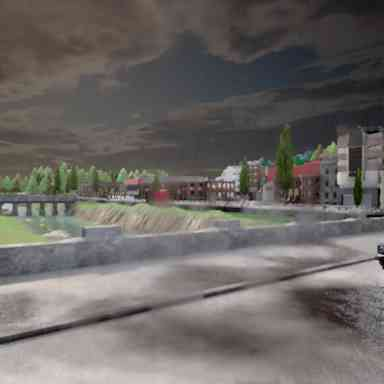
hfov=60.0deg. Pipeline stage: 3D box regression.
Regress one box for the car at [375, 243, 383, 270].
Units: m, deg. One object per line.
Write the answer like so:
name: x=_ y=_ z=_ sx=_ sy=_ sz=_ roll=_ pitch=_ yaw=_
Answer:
car: x=7.579 y=1.736 z=10.163 sx=4.718 sy=1.301 sz=1.895 roll=1 pitch=0 yaw=-36
